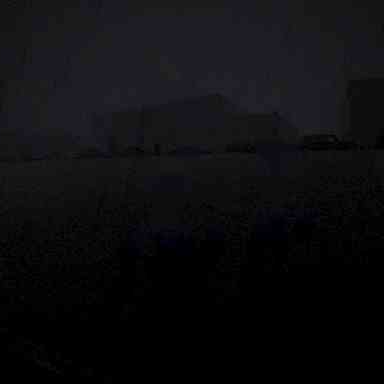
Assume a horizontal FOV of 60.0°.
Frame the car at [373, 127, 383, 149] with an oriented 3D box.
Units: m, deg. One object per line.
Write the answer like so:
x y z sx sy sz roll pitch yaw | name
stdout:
15.161 -3.341 21.996 5.566 2.045 2.435 2 1 25 | car

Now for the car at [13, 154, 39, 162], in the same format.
-19.192 -3.834 40.356 4.674 1.452 2.002 1 1 33 | car

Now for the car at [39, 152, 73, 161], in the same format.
-14.477 -3.771 37.431 5.008 1.535 2.097 1 1 32 | car

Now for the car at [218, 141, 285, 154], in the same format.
4.975 -3.358 26.768 4.892 1.521 2.231 1 1 27 | car

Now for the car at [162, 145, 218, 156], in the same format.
0.141 -3.421 29.222 4.674 1.452 2.002 1 1 28 | car

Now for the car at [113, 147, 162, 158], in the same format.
-4.725 -3.533 31.824 4.792 1.488 2.163 1 1 29 | car

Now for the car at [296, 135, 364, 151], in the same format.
10.058 -3.361 24.330 4.553 1.767 2.185 1 1 26 | car

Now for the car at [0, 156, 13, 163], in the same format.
-23.842 -3.971 43.380 4.892 1.521 2.231 1 1 34 | car

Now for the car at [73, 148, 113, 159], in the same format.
-9.721 -3.794 34.620 4.553 1.767 2.185 1 1 31 | car
